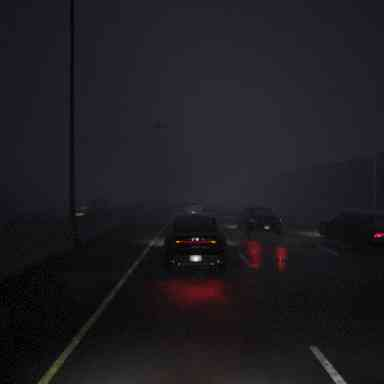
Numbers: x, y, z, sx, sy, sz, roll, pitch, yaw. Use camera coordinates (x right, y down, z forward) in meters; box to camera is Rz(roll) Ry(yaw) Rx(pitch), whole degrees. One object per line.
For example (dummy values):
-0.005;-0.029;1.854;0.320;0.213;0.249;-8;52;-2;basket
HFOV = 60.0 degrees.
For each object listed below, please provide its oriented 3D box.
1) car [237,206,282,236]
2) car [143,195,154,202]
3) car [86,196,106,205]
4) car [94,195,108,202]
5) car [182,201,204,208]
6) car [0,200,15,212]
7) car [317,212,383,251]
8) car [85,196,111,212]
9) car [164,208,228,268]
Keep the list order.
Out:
3.613;1.518;18.281;1.812;1.442;4.674;0;0;0;car
-9.805;1.465;75.387;1.812;1.442;4.674;0;0;1;car
-17.127;1.451;59.565;1.882;1.535;5.008;0;0;2;car
-20.312;1.429;74.516;1.882;1.535;5.008;0;0;1;car
0.100;1.512;30.589;1.812;1.442;4.674;0;0;0;car
-21.079;1.531;35.634;2.033;1.411;5.357;0;0;0;car
7.100;1.541;13.991;2.033;1.411;5.357;0;0;0;car
-10.561;1.487;37.600;1.837;1.490;4.892;0;0;0;car
0.101;1.500;11.188;1.837;1.490;4.892;0;0;0;car
